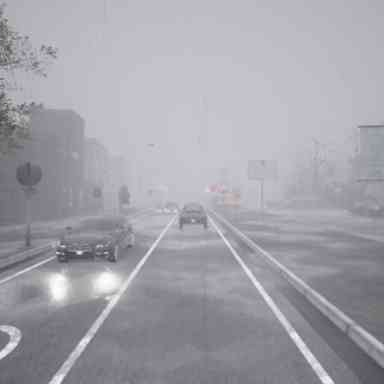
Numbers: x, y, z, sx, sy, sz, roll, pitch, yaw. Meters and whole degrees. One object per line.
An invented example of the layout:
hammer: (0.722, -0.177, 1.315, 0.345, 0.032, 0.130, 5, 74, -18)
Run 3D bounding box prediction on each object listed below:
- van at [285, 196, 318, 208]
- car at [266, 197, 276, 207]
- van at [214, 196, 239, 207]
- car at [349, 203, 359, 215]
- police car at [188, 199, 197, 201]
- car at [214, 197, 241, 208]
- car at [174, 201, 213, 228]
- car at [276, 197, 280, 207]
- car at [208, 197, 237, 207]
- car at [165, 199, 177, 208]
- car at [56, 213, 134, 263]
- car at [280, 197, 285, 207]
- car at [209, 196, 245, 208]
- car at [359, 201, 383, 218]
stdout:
van: (18.387, 1.654, 55.130, 4.442, 1.987, 1.878, 0, -1, -1)
car: (18.377, 1.919, 66.301, 5.566, 2.045, 2.435, 0, -2, -1)
van: (6.294, 1.809, 61.625, 4.442, 1.987, 1.878, 0, -2, -1)
car: (18.658, 1.670, 34.333, 4.674, 1.452, 2.002, 0, 0, 0)
police car: (0.058, 1.729, 42.037, 2.038, 1.542, 4.974, 0, 0, 0)
car: (6.236, 1.829, 58.586, 4.553, 1.767, 2.185, 0, -1, -1)
car: (0.081, 1.619, 23.387, 2.128, 1.511, 4.902, 0, 0, 0)
car: (18.642, 2.005, 60.581, 5.366, 1.575, 1.946, 0, -2, -1)
car: (6.145, 1.967, 67.814, 5.566, 2.045, 2.435, 0, -2, -1)
car: (-3.377, 1.883, 55.349, 1.882, 1.535, 5.008, 0, -1, 0)
car: (-3.359, 1.573, 12.349, 1.837, 1.490, 4.892, 0, 0, 0)
car: (18.665, 1.939, 57.921, 5.366, 1.575, 1.946, 0, -1, 0)
car: (6.046, 1.887, 55.664, 5.366, 1.575, 1.946, 0, -1, -1)
car: (18.731, 1.486, 31.164, 4.553, 1.767, 2.185, 0, 0, 0)
